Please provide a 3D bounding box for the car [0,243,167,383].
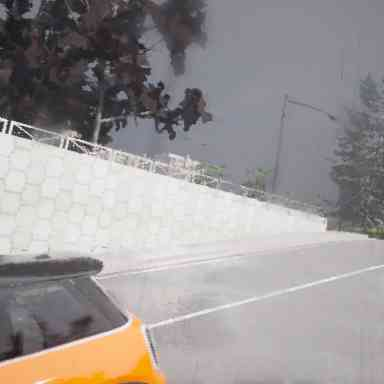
[{"bbox_3d":[-2.466,1.349,2.219,4.553,1.767,2.097,0,0,-35],"label":"car"}]
